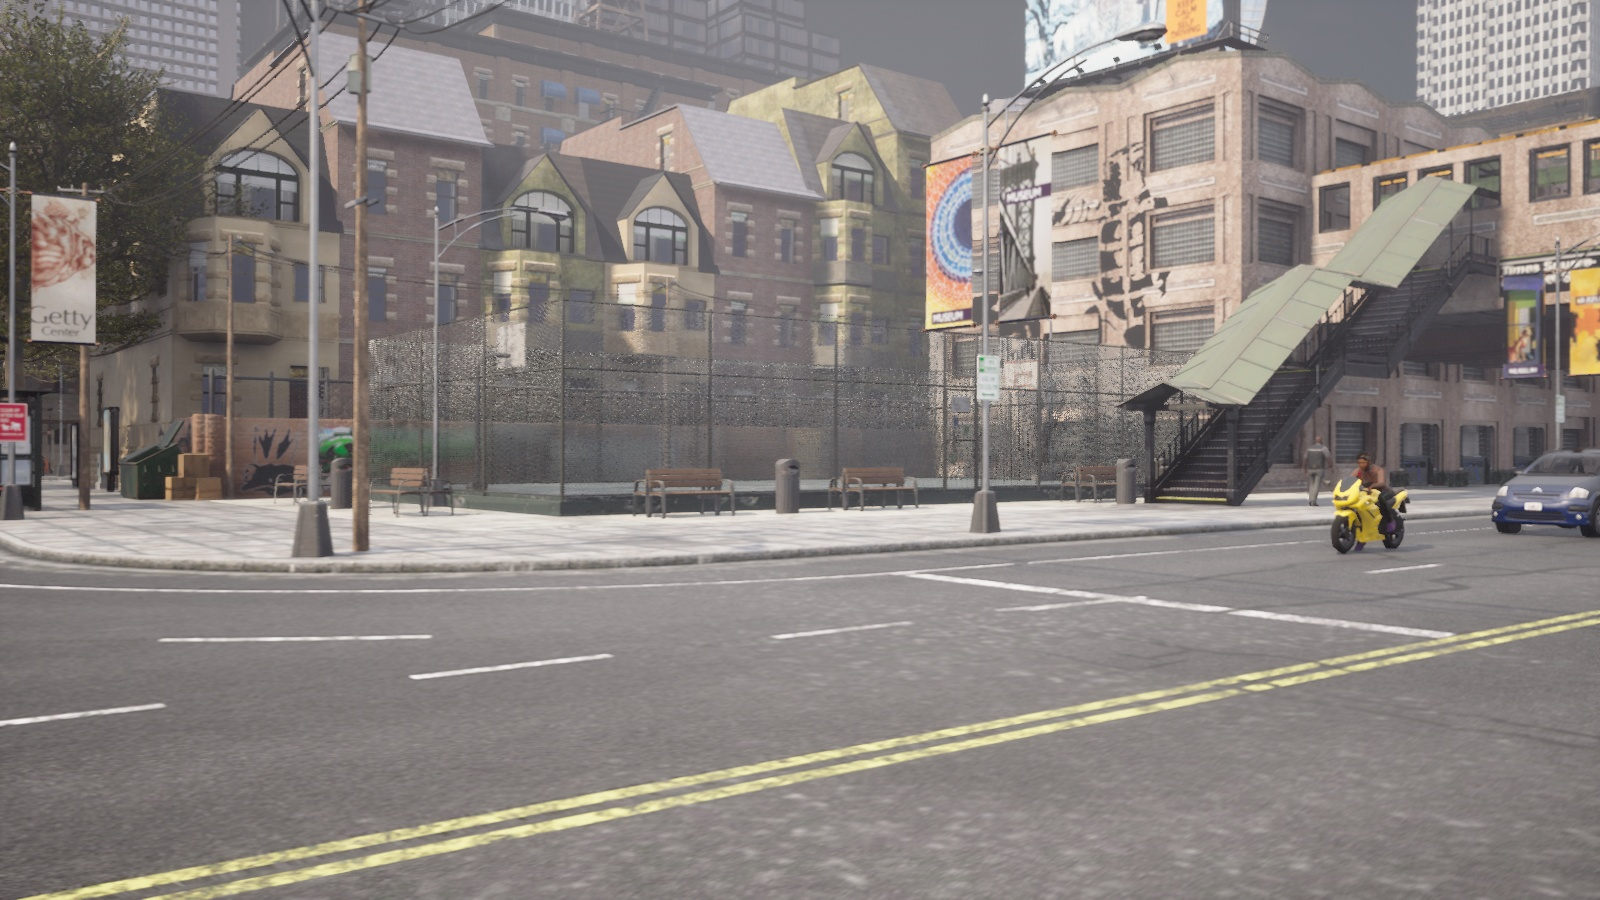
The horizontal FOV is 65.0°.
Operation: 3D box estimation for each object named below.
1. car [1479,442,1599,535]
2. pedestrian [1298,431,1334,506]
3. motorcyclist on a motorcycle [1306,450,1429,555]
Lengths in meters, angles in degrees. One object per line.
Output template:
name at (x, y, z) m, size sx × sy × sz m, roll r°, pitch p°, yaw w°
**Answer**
car at (14.799, 0.676, 23.864) m, size 3.988 × 1.617 × 1.851 m, roll 0°, pitch 0°, yaw -37°
pedestrian at (13.145, 0.463, 31.963) m, size 0.563 × 1.883 × 0.849 m, roll 0°, pitch 0°, yaw 45°
motorcyclist on a motorcycle at (8.629, 0.762, 19.075) m, size 2.044 × 1.523 × 0.797 m, roll 0°, pitch 0°, yaw -36°
